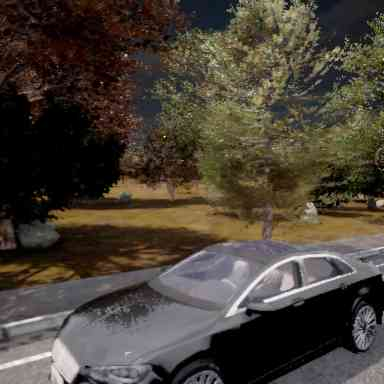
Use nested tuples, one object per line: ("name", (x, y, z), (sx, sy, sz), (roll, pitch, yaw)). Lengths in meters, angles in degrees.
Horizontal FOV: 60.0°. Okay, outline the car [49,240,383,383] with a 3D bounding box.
("car", (0.740, 1.487, 4.519), (4.902, 1.511, 2.128), (0, 0, -36))
